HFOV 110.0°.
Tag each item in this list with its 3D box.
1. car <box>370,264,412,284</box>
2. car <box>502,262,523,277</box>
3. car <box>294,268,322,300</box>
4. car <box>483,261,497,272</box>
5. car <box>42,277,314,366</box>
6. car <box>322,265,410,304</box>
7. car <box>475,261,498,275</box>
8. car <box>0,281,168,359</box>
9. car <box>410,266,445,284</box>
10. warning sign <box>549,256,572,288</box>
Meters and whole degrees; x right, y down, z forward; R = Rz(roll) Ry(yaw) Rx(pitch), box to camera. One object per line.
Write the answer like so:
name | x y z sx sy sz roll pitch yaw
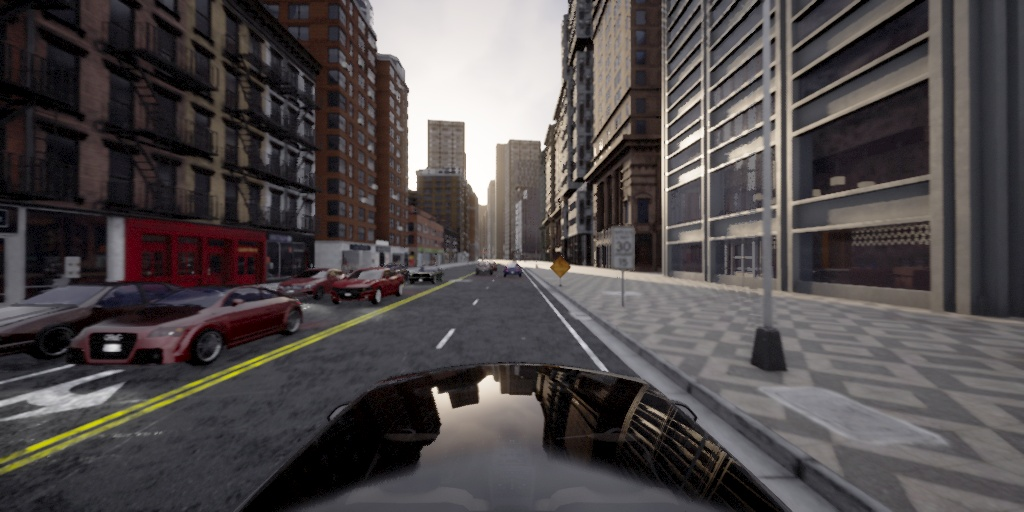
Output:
car | -9.815 1.420 29.425 1.994 1.385 4.181 0 0 1
car | 0.065 1.408 37.252 1.812 1.442 4.674 0 0 0
car | -9.842 1.342 18.320 1.812 1.442 4.674 0 0 0
car | -3.118 1.466 52.334 1.812 1.442 4.674 0 0 0
car | -6.595 1.341 7.914 1.994 1.385 4.181 0 0 0
car | -6.591 1.288 16.899 1.882 1.535 5.008 0 0 0
car | -3.125 1.390 41.276 2.128 1.511 4.902 0 0 0
car | -9.846 1.328 8.732 2.033 1.411 5.357 0 0 0
car | -6.575 1.451 28.006 1.895 1.301 4.718 0 0 0
warning sign | 2.862 0.938 21.163 1.300 1.860 1.060 0 0 0
